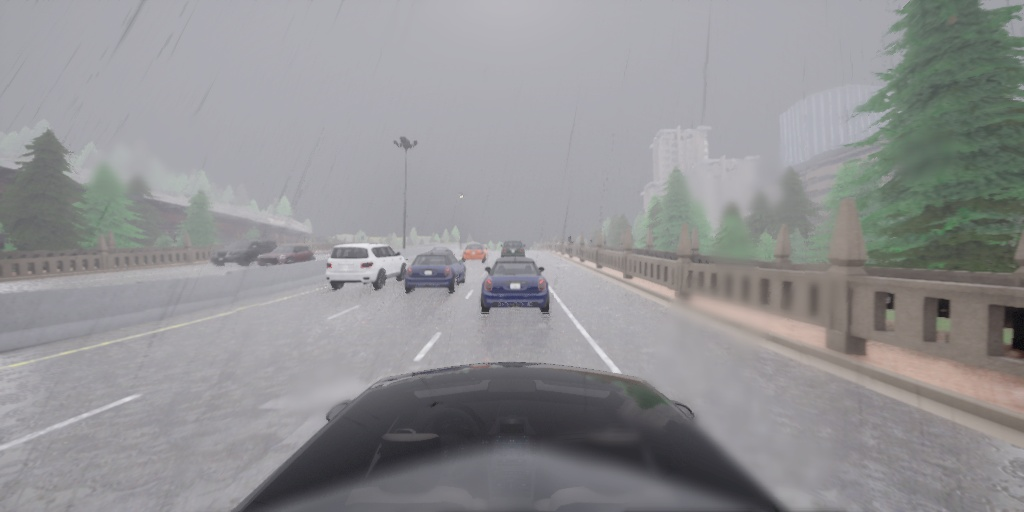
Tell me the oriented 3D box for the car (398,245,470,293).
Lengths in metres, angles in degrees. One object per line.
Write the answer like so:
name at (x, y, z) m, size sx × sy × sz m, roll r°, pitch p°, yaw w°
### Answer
car at (-3.404, 0.583, 16.694) m, size 2.097 × 1.767 × 4.553 m, roll 0°, pitch 3°, yaw 0°

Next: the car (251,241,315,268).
car at (-17.603, -0.049, 28.176) m, size 2.097 × 1.767 × 4.553 m, roll 0°, pitch 3°, yaw 0°

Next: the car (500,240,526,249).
car at (0.092, -0.456, 33.214) m, size 2.150 × 2.045 × 5.566 m, roll 0°, pitch 3°, yaw 0°

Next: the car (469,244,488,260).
car at (-3.408, -0.363, 33.886) m, size 2.097 × 1.767 × 4.553 m, roll 0°, pitch 3°, yaw 0°

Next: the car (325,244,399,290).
car at (-6.904, 0.405, 17.568) m, size 2.150 × 2.045 × 5.566 m, roll 0°, pitch 3°, yaw 0°

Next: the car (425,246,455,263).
car at (-6.908, -0.199, 34.772) m, size 1.994 × 1.385 × 4.181 m, roll 0°, pitch 3°, yaw 0°

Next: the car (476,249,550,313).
car at (0.097, 0.800, 12.603) m, size 2.097 × 1.767 × 4.553 m, roll 0°, pitch 3°, yaw 0°

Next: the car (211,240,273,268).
car at (-21.104, -0.217, 28.807) m, size 2.150 × 2.045 × 5.566 m, roll 0°, pitch 3°, yaw 0°
